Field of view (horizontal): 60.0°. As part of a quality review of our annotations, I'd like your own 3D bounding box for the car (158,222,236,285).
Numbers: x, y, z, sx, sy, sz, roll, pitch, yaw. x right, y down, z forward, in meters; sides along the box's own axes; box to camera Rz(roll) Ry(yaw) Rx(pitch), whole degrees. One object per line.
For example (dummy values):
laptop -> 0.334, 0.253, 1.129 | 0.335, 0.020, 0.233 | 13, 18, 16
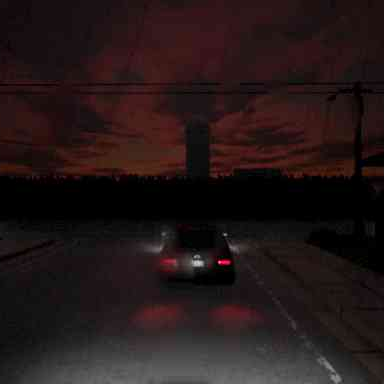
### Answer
car -> 0.099, 1.589, 9.625 | 2.033, 1.411, 5.357 | 0, 0, 0
